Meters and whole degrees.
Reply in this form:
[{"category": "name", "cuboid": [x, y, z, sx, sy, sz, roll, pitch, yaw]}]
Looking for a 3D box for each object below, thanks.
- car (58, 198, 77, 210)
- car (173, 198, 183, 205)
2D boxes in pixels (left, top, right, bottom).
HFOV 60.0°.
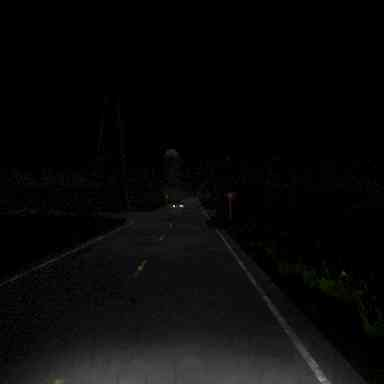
[{"category": "car", "cuboid": [-17.203, 1.648, 45.818, 1.905, 1.878, 3.866, 0, -1, -31]}, {"category": "car", "cuboid": [-3.168, 2.066, 75.739, 2.097, 1.767, 4.553, 0, -1, 0]}]
